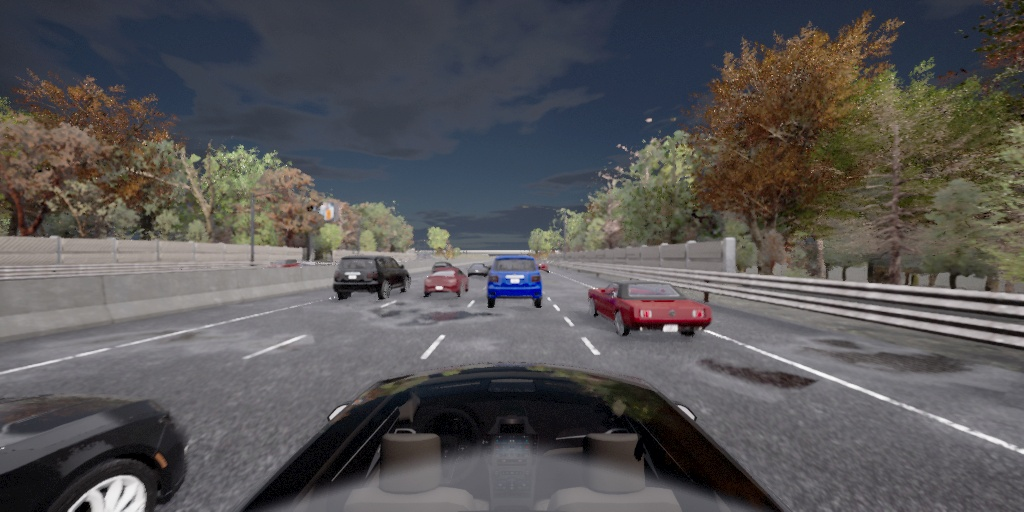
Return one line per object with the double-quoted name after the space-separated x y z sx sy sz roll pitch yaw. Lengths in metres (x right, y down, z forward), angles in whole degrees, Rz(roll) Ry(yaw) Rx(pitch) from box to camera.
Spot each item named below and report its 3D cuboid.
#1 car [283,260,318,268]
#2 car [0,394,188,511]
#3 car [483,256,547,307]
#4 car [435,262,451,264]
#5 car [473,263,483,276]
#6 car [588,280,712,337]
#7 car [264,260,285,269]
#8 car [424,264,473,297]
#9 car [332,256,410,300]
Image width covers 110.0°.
-24.568 1.476 42.684 1.895 1.301 4.718 0 0 0 "car"
-3.401 1.252 0.713 1.837 1.490 4.892 0 0 0 "car"
0.107 1.012 15.829 2.150 2.045 5.566 0 0 0 "car"
-6.883 1.360 36.136 1.837 1.490 4.892 0 0 0 "car"
-3.381 1.421 36.600 1.994 1.385 4.181 0 0 0 "car"
3.577 1.355 10.386 1.895 1.301 4.718 0 0 -1 "car"
-28.059 1.230 43.863 2.097 1.767 4.553 0 0 0 "car"
-3.391 1.326 19.027 1.812 1.442 4.674 0 0 0 "car"
-6.894 1.018 18.188 2.150 2.045 5.566 0 0 0 "car"
